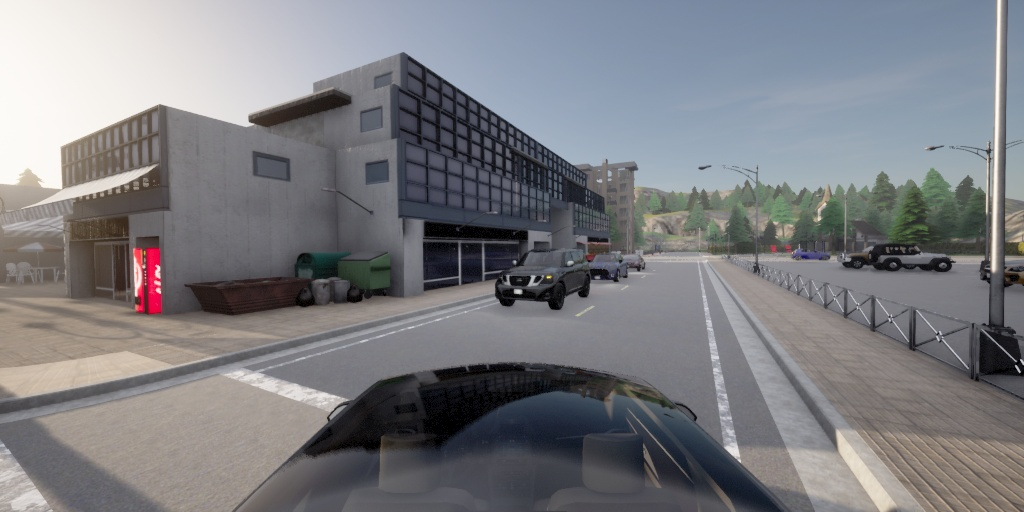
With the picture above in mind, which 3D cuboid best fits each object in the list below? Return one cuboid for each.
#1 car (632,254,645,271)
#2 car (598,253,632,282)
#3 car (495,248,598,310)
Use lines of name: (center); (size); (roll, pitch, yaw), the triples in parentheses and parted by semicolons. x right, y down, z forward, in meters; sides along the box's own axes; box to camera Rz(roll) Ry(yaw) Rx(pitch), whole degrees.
car: (10.608, 0.534, 31.729); (1.812, 1.442, 4.674); (0, 1, 27)
car: (5.936, 0.610, 22.626); (2.097, 1.767, 4.553); (0, 1, 27)
car: (1.449, 0.720, 13.872); (2.150, 2.045, 5.566); (0, 1, 27)
